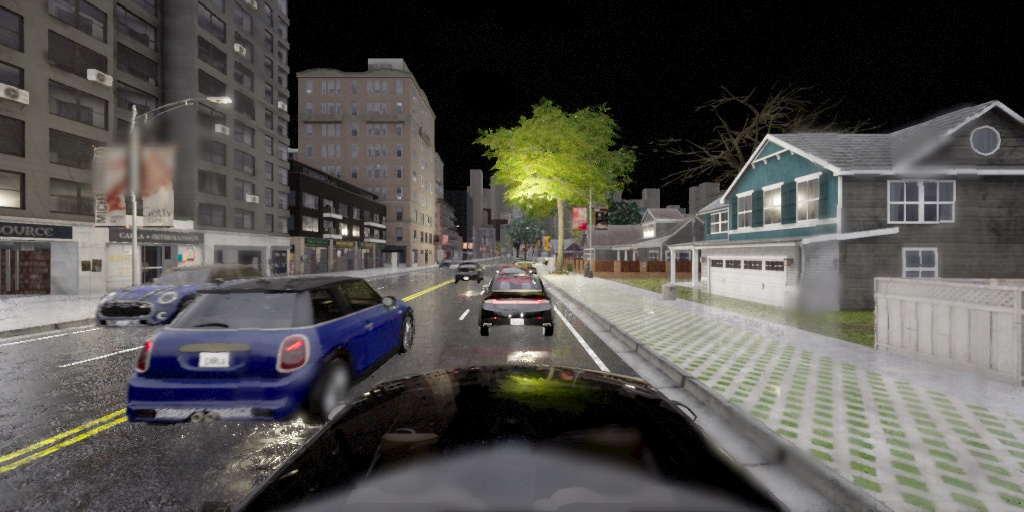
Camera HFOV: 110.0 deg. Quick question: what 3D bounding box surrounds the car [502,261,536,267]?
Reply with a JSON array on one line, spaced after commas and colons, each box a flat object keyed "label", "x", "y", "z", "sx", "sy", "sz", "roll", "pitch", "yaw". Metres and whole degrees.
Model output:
[{"label": "car", "x": 0.122, "y": 1.219, "z": 19.860, "sx": 1.882, "sy": 1.535, "sz": 5.008, "roll": 0, "pitch": 0, "yaw": 0}]

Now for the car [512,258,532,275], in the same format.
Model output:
[{"label": "car", "x": 1.020, "y": 1.068, "z": 39.450, "sx": 2.097, "sy": 1.767, "sz": 4.553, "roll": 0, "pitch": 0, "yaw": 0}]

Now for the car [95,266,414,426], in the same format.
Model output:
[{"label": "car", "x": -3.139, "y": 1.103, "z": 5.892, "sx": 2.097, "sy": 1.767, "sz": 4.553, "roll": 0, "pitch": 0, "yaw": 0}]

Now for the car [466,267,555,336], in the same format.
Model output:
[{"label": "car", "x": 0.113, "y": 1.239, "z": 10.357, "sx": 2.128, "sy": 1.511, "sz": 4.902, "roll": 0, "pitch": 0, "yaw": 0}]

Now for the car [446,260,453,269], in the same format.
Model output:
[{"label": "car", "x": -6.550, "y": 1.311, "z": 44.667, "sx": 1.895, "sy": 1.301, "sz": 4.718, "roll": 0, "pitch": 0, "yaw": 0}]

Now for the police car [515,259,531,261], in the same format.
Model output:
[{"label": "police car", "x": 1.009, "y": 1.155, "z": 29.590, "sx": 1.930, "sy": 1.638, "sz": 5.238, "roll": 0, "pitch": 0, "yaw": 0}]

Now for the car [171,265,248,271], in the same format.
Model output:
[{"label": "car", "x": -9.838, "y": 1.099, "z": 11.304, "sx": 2.097, "sy": 1.767, "sz": 4.553, "roll": 0, "pitch": 0, "yaw": 0}]

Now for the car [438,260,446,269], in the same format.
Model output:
[{"label": "car", "x": -9.794, "y": 1.245, "z": 54.482, "sx": 2.033, "sy": 1.411, "sz": 5.357, "roll": 0, "pitch": 0, "yaw": 0}]

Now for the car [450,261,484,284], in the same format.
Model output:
[{"label": "car", "x": -3.119, "y": 1.240, "z": 26.944, "sx": 1.837, "sy": 1.490, "sz": 4.892, "roll": 0, "pitch": 1, "yaw": 0}]
